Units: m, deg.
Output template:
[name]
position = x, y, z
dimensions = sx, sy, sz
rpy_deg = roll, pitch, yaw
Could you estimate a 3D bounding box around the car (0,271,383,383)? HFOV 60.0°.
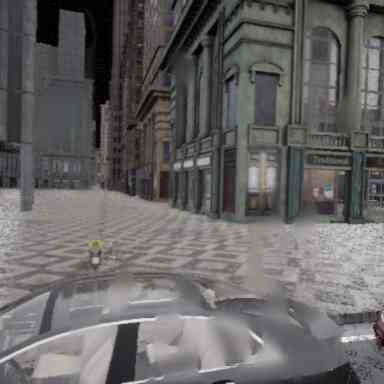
[car]
position = -0.815, 1.437, 2.721
dimensions = 4.403, 1.369, 2.008
rpy_deg = 1, 1, -15
